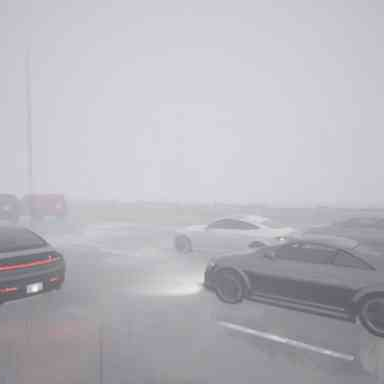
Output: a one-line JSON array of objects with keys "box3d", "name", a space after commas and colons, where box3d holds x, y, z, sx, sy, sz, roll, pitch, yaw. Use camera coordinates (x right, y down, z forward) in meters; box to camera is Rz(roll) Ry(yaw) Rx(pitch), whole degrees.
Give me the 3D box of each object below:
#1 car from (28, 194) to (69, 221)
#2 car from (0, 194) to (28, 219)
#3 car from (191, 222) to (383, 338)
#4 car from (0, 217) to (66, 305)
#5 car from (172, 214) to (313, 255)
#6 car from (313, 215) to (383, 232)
[{"box3d": [-11.690, 1.137, 25.221, 5.566, 2.045, 2.150, 0, 0, 35], "name": "car"}, {"box3d": [-13.725, 1.137, 22.375, 5.566, 2.045, 2.150, 0, 0, 35], "name": "car"}, {"box3d": [2.308, 1.557, 6.646, 4.181, 1.385, 1.994, 0, 0, 35], "name": "car"}, {"box3d": [-4.813, 1.476, 7.422, 4.892, 1.490, 1.837, 0, 0, 35], "name": "car"}, {"box3d": [1.465, 1.507, 11.528, 4.674, 1.442, 1.812, 0, 0, 35], "name": "car"}, {"box3d": [6.280, 1.557, 12.410, 4.181, 1.385, 1.994, 0, 0, 35], "name": "car"}]
